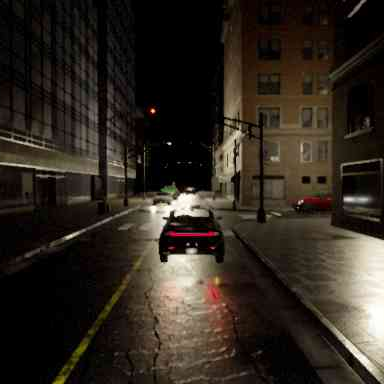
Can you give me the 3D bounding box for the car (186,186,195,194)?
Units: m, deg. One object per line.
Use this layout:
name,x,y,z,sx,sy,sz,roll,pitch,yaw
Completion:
car,-0.277,-0.588,77.773,2.097,1.767,4.553,0,1,0

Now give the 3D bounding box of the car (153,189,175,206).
car,-3.225,0.690,36.703,1.812,1.442,4.674,0,1,0

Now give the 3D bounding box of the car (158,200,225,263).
car,0.008,1.245,10.911,2.128,1.511,4.902,0,1,1

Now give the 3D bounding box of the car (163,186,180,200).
car,-3.232,0.131,47.924,2.150,2.045,5.566,0,1,1

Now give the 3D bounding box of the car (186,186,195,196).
car,-0.240,-0.045,67.393,2.128,1.511,4.902,0,1,0

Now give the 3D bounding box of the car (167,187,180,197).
car,-3.256,-0.016,60.066,2.097,1.767,4.553,0,1,0

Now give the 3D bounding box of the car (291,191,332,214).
car,10.012,0.746,25.536,4.553,1.767,2.097,0,1,2
